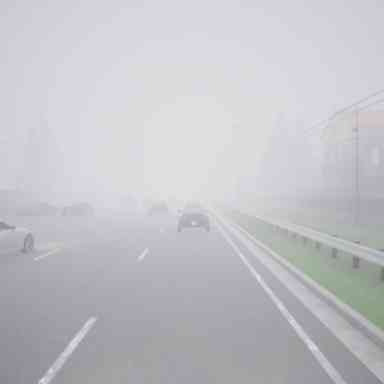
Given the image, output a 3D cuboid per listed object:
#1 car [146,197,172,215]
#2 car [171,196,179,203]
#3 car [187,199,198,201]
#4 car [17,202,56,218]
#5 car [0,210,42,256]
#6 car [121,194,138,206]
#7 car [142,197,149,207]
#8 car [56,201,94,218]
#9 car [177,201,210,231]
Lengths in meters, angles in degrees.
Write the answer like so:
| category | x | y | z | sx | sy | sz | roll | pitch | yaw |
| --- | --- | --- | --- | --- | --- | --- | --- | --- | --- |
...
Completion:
| category | x | y | z | sx | sy | sz | roll | pitch | yaw |
| --- | --- | --- | --- | --- | --- | --- | --- | --- | --- |
| car | -3.401 | 1.559 | 34.977 | 1.812 | 1.442 | 4.674 | 0 | 0 | 0 |
| car | -3.406 | 1.549 | 61.631 | 2.128 | 1.511 | 4.902 | 0 | 0 | 0 |
| car | 0.095 | 1.643 | 44.734 | 1.895 | 1.301 | 4.718 | 0 | 0 | 0 |
| car | -13.901 | 1.576 | 30.268 | 2.033 | 1.411 | 5.357 | 0 | 0 | 0 |
| car | -6.897 | 1.536 | 10.709 | 1.812 | 1.442 | 4.674 | 0 | 0 | 0 |
| car | -10.405 | 1.274 | 55.556 | 2.150 | 2.045 | 5.566 | 0 | 0 | 0 |
| car | -6.907 | 1.528 | 53.748 | 1.882 | 1.535 | 5.008 | 0 | 0 | 0 |
| car | -10.400 | 1.554 | 30.409 | 1.812 | 1.442 | 4.674 | 0 | 0 | 0 |
| car | 0.101 | 1.545 | 20.574 | 1.812 | 1.442 | 4.674 | 0 | 0 | 0 |
